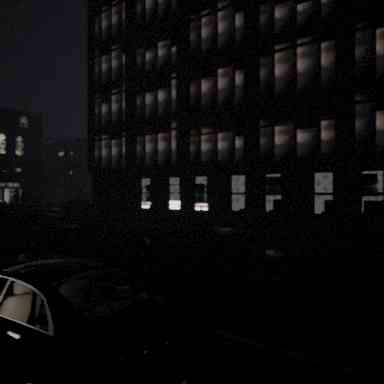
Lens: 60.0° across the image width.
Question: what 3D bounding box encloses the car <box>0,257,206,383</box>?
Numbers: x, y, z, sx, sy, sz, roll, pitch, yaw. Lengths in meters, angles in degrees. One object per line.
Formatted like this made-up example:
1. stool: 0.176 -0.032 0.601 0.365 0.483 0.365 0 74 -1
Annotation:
1. car: -1.899 1.527 4.235 4.403 1.369 2.008 0 0 36

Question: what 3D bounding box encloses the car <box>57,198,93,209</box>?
1. car: -15.581 1.478 44.389 1.994 1.385 4.181 0 0 36

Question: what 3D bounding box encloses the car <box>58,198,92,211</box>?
1. car: -13.094 1.482 37.955 1.802 1.307 4.206 0 0 36
